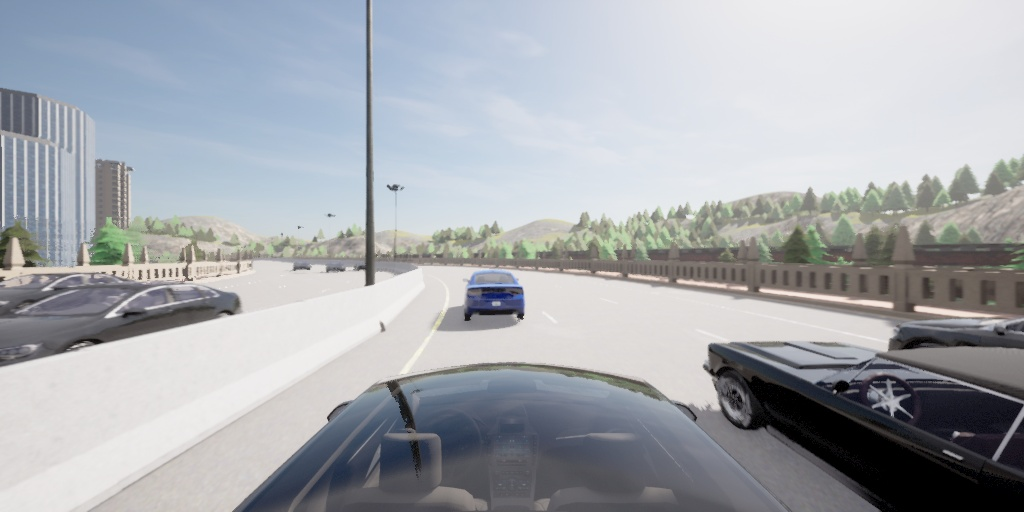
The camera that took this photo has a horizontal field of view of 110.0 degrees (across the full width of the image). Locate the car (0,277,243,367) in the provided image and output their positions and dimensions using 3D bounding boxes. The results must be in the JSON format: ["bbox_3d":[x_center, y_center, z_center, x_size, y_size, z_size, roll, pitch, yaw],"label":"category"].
[{"bbox_3d":[-7.408,1.265,6.780,2.128,1.511,4.902,0,0,-4],"label":"car"}]

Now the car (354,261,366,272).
[{"bbox_3d":[-19.988,1.383,48.287,1.895,1.301,4.718,0,0,-30],"label":"car"}]

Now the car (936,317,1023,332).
[{"bbox_3d":[6.902,1.213,3.663,2.128,1.511,4.902,0,0,-1],"label":"car"}]

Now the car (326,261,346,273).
[{"bbox_3d":[-21.704,1.358,44.115,1.994,1.385,4.181,0,0,-29],"label":"car"}]

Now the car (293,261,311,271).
[{"bbox_3d":[-29.060,1.379,49.573,1.994,1.385,4.181,0,0,-34],"label":"car"}]

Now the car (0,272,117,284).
[{"bbox_3d":[-14.855,1.289,11.593,2.128,1.511,4.902,0,0,-8],"label":"car"}]

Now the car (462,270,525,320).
[{"bbox_3d":[-0.728,1.220,12.776,1.882,1.535,5.008,0,0,-6],"label":"car"}]

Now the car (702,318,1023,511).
[{"bbox_3d":[3.474,1.337,2.627,1.895,1.301,4.718,0,0,-1],"label":"car"}]
